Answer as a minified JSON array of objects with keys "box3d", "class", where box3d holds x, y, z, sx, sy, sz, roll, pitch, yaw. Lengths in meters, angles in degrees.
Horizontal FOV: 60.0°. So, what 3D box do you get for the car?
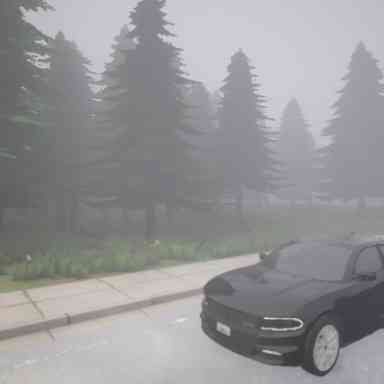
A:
[{"box3d":[2.413,1.510,5.807,5.008,1.535,1.882,0,0,-37],"class":"car"}]
